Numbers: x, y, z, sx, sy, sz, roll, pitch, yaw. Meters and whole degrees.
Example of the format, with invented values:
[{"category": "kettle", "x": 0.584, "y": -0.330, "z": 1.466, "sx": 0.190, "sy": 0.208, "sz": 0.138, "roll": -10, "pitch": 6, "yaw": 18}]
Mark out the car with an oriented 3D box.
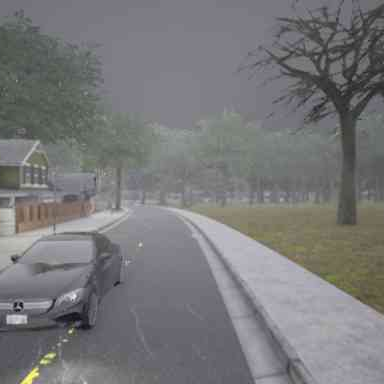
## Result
[{"category": "car", "x": -2.640, "y": 1.625, "z": 7.156, "sx": 1.812, "sy": 1.442, "sz": 4.674, "roll": 0, "pitch": -1, "yaw": -3}]
